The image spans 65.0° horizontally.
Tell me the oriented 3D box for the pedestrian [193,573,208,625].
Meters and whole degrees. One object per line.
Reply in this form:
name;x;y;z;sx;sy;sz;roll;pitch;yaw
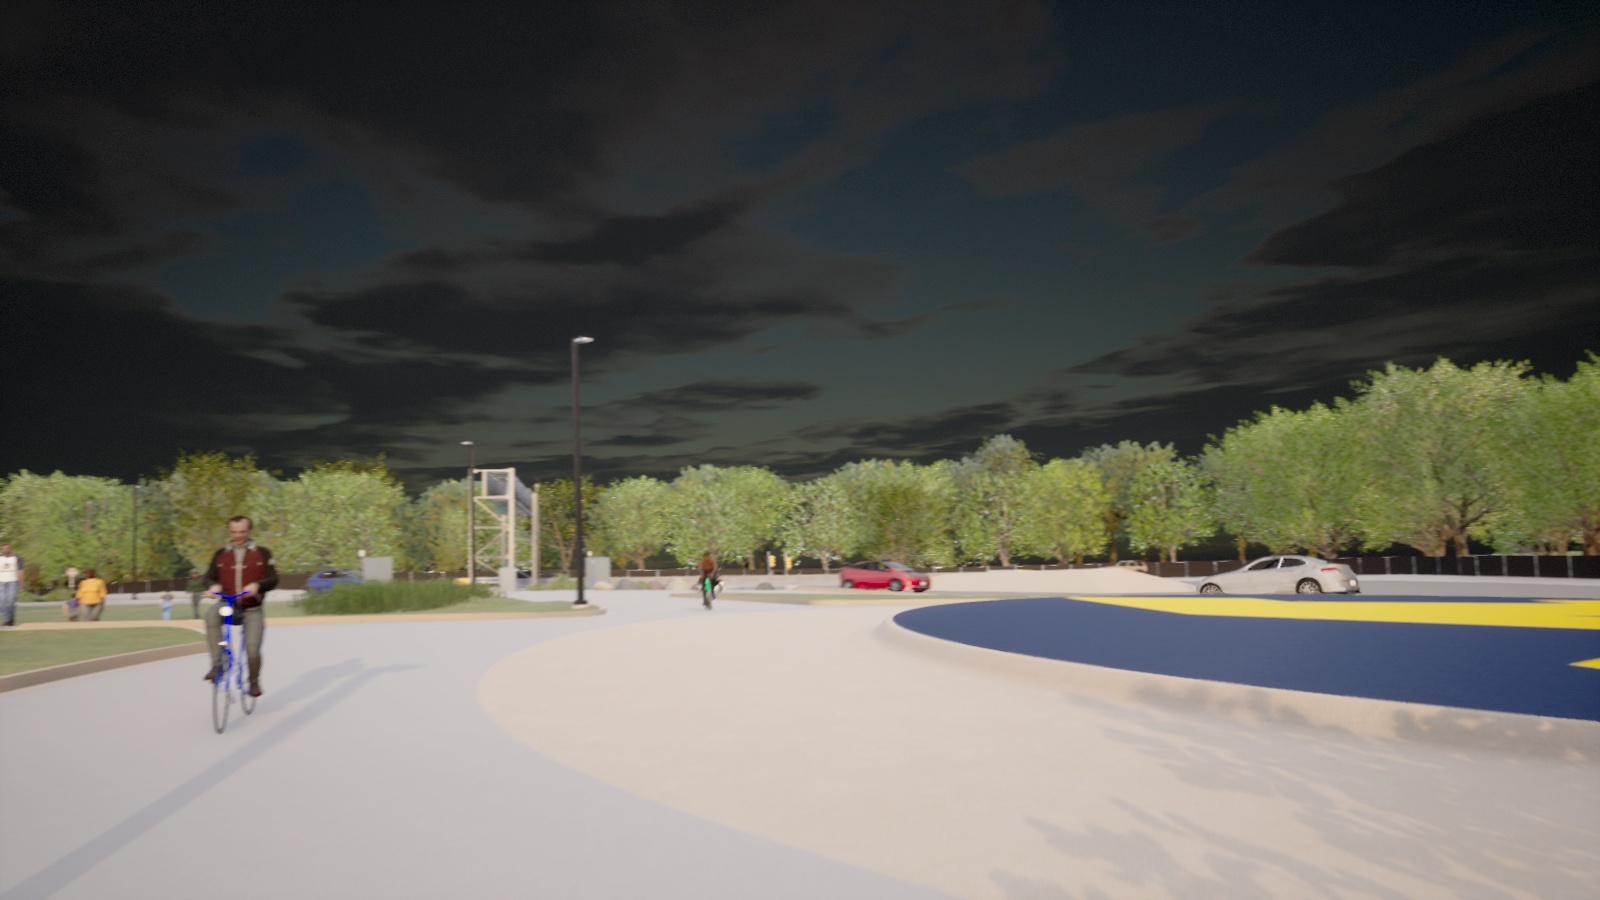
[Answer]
pedestrian;-21.706;5.403;45.467;0.353;1.847;0.614;-1;-6;-13

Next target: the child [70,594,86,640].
child;-20.537;4.739;35.721;0.270;1.263;0.437;-1;-6;-14

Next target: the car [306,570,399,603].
car;-22.565;6.889;63.392;4.193;1.474;1.816;-4;-5;19

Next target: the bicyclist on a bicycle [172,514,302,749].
bicyclist on a bicycle;-4.736;1.469;10.663;0.659;1.776;1.843;-1;-4;-13

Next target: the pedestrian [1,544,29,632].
pedestrian;-16.855;2.956;26.978;0.354;1.836;0.706;-1;-6;-21

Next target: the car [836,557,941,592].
car;4.037;5.754;57.774;4.514;1.525;2.007;-6;-9;43

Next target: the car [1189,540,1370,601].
car;15.651;4.025;41.219;2.152;1.651;5.027;9;-13;-44

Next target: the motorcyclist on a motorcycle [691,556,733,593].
motorcyclist on a motorcycle;-3.961;5.630;56.627;1.817;1.590;0.866;-7;-7;44

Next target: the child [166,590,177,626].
child;-22.440;5.647;44.833;0.270;1.263;0.437;-1;-6;-18

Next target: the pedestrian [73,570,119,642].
pedestrian;-18.858;4.162;33.653;0.874;1.855;0.900;-1;-6;-15

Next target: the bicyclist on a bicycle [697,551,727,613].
bicyclist on a bicycle;-2.415;3.619;34.481;0.582;1.620;1.656;-3;-6;1
